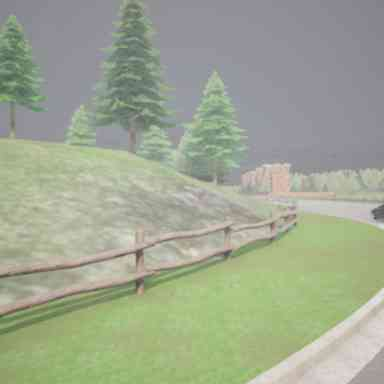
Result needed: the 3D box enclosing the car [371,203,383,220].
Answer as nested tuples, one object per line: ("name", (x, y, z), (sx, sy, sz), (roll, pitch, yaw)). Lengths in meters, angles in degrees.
("car", (15.242, 1.524, 25.218), (1.837, 1.490, 4.892), (0, 0, 9))
